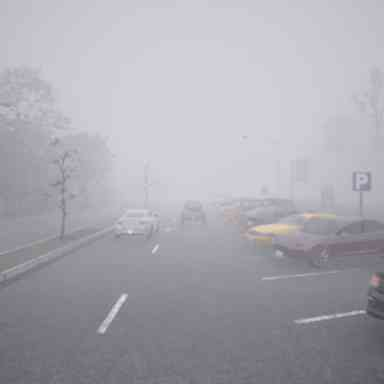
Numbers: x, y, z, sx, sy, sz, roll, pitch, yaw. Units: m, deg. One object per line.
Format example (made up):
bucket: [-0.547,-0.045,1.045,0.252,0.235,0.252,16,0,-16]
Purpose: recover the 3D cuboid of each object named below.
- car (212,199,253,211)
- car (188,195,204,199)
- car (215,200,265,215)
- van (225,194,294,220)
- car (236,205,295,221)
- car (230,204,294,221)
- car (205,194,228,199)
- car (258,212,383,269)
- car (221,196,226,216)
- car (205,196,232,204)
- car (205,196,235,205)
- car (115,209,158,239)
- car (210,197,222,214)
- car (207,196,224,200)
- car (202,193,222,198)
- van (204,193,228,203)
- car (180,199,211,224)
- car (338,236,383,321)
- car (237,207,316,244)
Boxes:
car: [5.061,1.572,41.305,4.674,1.452,2.002,1,0,-20]
car: [0.095,1.531,41.487,2.128,1.511,4.902,0,0,0]
car: [5.092,1.587,35.352,4.792,1.488,2.163,1,0,-20]
van: [4.962,1.375,23.352,4.442,1.987,1.878,1,1,-20]
car: [5.094,1.632,17.448,4.792,1.488,2.163,1,0,-20]
car: [5.062,1.642,20.420,4.674,1.452,2.002,1,0,-20]
car: [5.074,1.515,50.245,4.892,1.521,2.231,1,0,-20]
car: [5.041,1.608,11.451,4.792,1.488,2.163,1,0,-20]
car: [5.039,1.469,26.380,4.553,1.767,2.185,1,0,-20]
car: [5.088,1.556,65.174,4.792,1.488,2.163,1,0,-20]
car: [5.237,1.519,62.244,5.366,1.575,1.946,1,0,-20]
car: [-2.903,1.636,17.952,1.812,1.442,4.674,0,0,0]
car: [4.893,1.566,32.290,5.366,1.575,1.946,1,1,-20]
car: [4.893,1.537,38.256,5.366,1.575,1.946,1,0,-20]
car: [5.093,1.260,53.247,5.566,2.045,2.435,1,0,-20]
van: [4.956,1.305,68.101,4.442,1.987,1.878,1,0,-20]
car: [0.097,1.597,25.559,2.128,1.511,4.902,0,0,0]
car: [5.066,1.579,5.494,4.674,1.452,2.002,1,-1,-20]
car: [4.896,1.586,14.379,5.366,1.575,1.946,1,0,-20]
